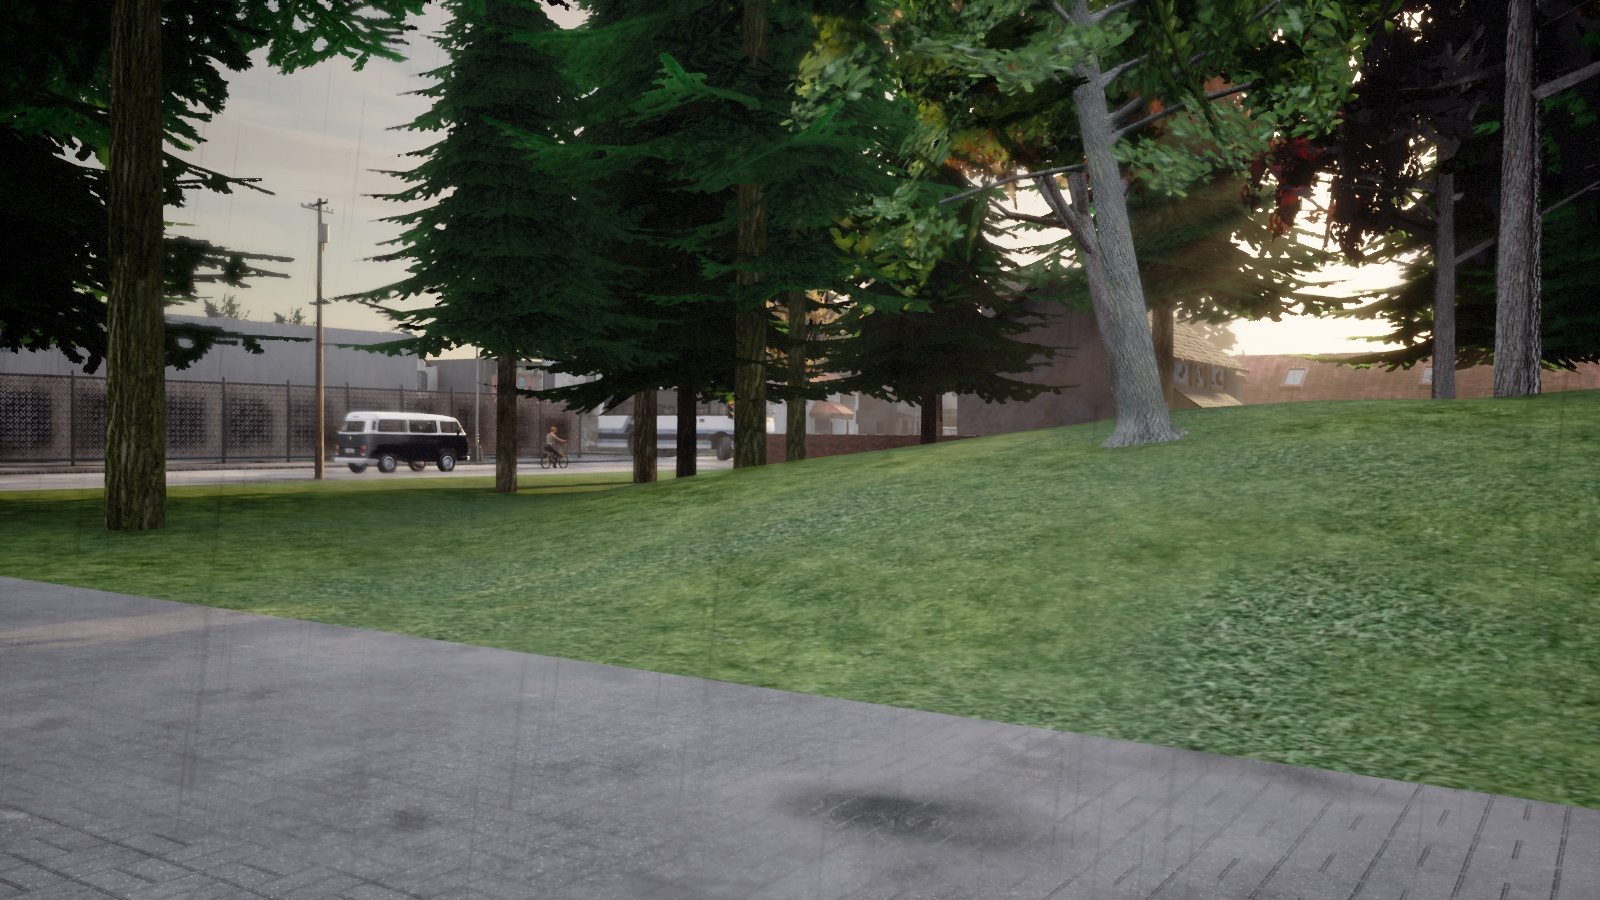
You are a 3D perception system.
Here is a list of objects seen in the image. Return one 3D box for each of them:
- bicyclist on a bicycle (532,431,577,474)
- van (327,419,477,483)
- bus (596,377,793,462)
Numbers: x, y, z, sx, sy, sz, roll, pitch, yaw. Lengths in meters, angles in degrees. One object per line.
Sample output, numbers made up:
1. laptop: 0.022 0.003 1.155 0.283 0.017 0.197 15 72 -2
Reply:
1. bicyclist on a bicycle: -9.428 0.094 48.303 0.866 1.612 1.509 0 1 33
2. van: -13.355 -0.003 42.402 2.069 2.038 4.480 0 1 34
3. bus: -5.797 -1.520 67.892 10.273 4.253 3.944 0 -1 32
